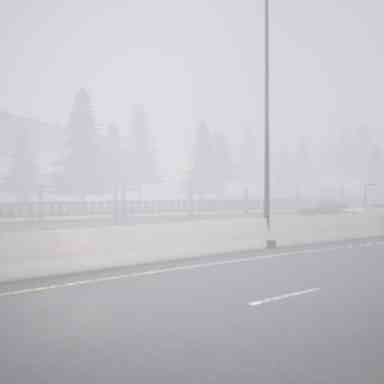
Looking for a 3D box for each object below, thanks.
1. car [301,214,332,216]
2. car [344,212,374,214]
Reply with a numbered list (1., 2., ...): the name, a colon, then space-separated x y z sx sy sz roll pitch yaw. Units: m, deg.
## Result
1. car: 11.548 1.490 29.341 5.008 1.535 1.882 0 0 -21
2. car: 14.084 1.533 26.574 4.674 1.442 1.812 0 0 -20
